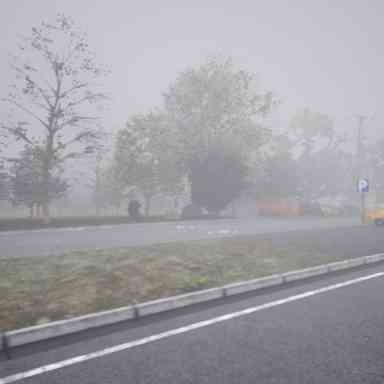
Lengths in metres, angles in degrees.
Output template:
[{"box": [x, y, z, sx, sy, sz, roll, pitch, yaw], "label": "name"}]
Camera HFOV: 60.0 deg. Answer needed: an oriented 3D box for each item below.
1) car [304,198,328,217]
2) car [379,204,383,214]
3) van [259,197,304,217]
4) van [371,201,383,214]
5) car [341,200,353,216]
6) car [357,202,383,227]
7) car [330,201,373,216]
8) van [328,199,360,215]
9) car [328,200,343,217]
[{"box": [11.433, 1.620, 36.512, 2.435, 2.045, 5.566, 2, -1, -35], "label": "car"}, {"box": [31.846, 2.650, 50.790, 1.946, 1.575, 5.366, 2, -1, -35], "label": "car"}, {"box": [9.026, 1.570, 34.907, 1.878, 1.987, 4.442, 2, -1, -35], "label": "van"}, {"box": [29.421, 2.340, 49.433, 1.878, 1.987, 4.442, 2, -1, -35], "label": "van"}, {"box": [15.954, 2.040, 39.690, 2.231, 1.521, 4.892, 2, -1, -35], "label": "car"}, {"box": [14.446, 1.725, 22.338, 1.946, 1.575, 5.366, 2, -1, -35], "label": "car"}, {"box": [20.482, 2.089, 42.884, 2.185, 1.767, 4.553, 2, -1, -35], "label": "car"}, {"box": [18.144, 1.901, 41.401, 1.878, 1.987, 4.442, 2, -1, -35], "label": "van"}, {"box": [13.805, 1.950, 37.940, 1.946, 1.575, 5.366, 2, -1, -35], "label": "car"}]
